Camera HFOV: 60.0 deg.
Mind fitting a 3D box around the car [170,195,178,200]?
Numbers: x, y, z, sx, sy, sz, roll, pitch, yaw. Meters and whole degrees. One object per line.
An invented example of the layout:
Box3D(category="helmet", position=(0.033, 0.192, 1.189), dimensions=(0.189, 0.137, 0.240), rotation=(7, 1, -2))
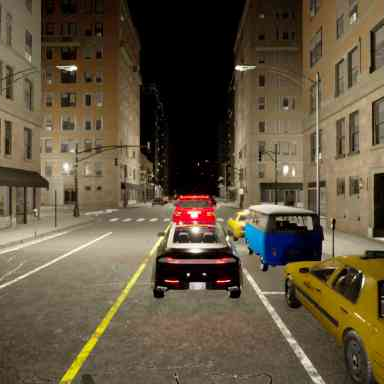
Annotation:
Box3D(category="car", position=(-4.954, 1.564, 92.696), dimensions=(1.947, 1.339, 4.313), rotation=(1, 0, 1))

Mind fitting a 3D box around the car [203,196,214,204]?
Box3D(category="car", position=(3.192, 1.554, 64.942), dimensions=(2.008, 1.369, 4.403), rotation=(1, 0, 1))

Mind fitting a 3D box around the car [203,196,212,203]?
Box3D(category="car", position=(3.268, 1.547, 70.472), dimensions=(1.887, 1.381, 4.507), rotation=(1, 0, 1))

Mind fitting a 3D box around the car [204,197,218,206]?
Box3D(category="car", position=(3.040, 1.570, 53.882), dimensions=(1.947, 1.339, 4.313), rotation=(1, 0, 1))

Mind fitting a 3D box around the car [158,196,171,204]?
Box3D(category="car", position=(-5.333, 1.555, 65.052), dimensions=(2.008, 1.369, 4.403), rotation=(1, 0, 1))

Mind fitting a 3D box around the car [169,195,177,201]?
Box3D(category="car", position=(-5.032, 1.525, 86.997), dimensions=(1.752, 1.417, 4.829), rotation=(1, 0, 1))

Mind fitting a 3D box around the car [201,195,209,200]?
Box3D(category="car", position=(3.571, 1.548, 92.593), dimensions=(2.008, 1.369, 4.403), rotation=(1, 0, 1))

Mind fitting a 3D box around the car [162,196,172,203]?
Box3D(category="car", position=(-5.257, 1.548, 70.581), dimensions=(1.887, 1.381, 4.507), rotation=(1, 0, 1))

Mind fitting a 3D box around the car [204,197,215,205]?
Box3D(category="car", position=(3.116, 1.548, 59.412), dimensions=(1.887, 1.381, 4.507), rotation=(1, 0, 1))

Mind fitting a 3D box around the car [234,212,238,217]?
Box3D(category="car", position=(2.691, 1.528, 16.388), dimensions=(1.752, 1.417, 4.829), rotation=(1, 0, 0))

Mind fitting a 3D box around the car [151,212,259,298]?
Box3D(category="car", position=(0.106, 1.493, 8.474), dimensions=(2.128, 1.511, 4.902), rotation=(0, 0, 0))

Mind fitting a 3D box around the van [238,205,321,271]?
Box3D(category="van", position=(2.687, 1.343, 10.545), dimensions=(1.690, 1.788, 3.998), rotation=(1, 0, 0))

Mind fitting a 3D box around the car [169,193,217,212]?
Box3D(category="car", position=(0.117, 1.225, 18.660), dimensions=(2.150, 2.045, 5.566), rotation=(0, 0, 0))

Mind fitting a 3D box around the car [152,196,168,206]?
Box3D(category="car", position=(-5.485, 1.587, 53.995), dimensions=(1.802, 1.307, 4.206), rotation=(1, 0, 1))

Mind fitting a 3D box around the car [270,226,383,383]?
Box3D(category="car", position=(2.680, 1.526, 5.041), dimensions=(1.752, 1.417, 4.829), rotation=(1, 0, 0))

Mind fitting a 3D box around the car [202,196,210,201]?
Box3D(category="car", position=(3.419, 1.566, 81.533), dimensions=(1.947, 1.339, 4.313), rotation=(1, 0, 1))
